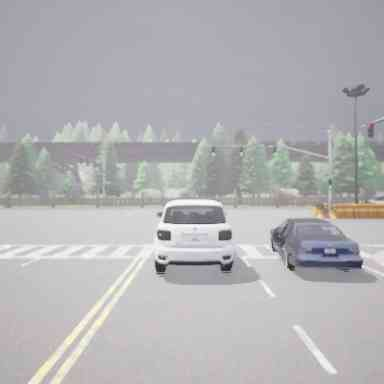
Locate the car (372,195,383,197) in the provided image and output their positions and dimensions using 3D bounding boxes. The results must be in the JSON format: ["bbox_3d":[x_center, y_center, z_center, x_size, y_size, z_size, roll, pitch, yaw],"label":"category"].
[{"bbox_3d":[21.116,1.316,37.150,5.566,2.045,2.150,0,0,0],"label":"car"}]

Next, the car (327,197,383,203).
[{"bbox_3d":[16.673,1.577,33.674,4.902,1.511,2.128,0,0,0],"label":"car"}]

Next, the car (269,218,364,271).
[{"bbox_3d":[3.804,1.576,11.063,2.033,1.411,5.357,0,0,6],"label":"car"}]

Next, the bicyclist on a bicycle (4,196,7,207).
[{"bbox_3d":[-27.012,1.427,48.713,0.582,1.620,1.656,0,0,0],"label":"bicyclist on a bicycle"}]

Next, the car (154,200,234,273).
[{"bbox_3d":[0.004,1.251,10.945,2.150,2.045,5.566,0,0,-1],"label":"car"}]

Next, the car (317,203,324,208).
[{"bbox_3d":[17.831,1.582,40.668,5.008,1.535,1.882,0,0,0],"label":"car"}]
